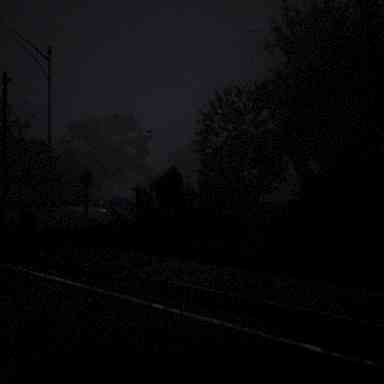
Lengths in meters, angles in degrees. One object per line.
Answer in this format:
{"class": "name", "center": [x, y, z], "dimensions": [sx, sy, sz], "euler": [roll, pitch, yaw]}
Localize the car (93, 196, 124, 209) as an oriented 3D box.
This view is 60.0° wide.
{"class": "car", "center": [-10.211, 1.253, 42.202], "dimensions": [1.882, 1.535, 5.008], "euler": [0, 0, 32]}
